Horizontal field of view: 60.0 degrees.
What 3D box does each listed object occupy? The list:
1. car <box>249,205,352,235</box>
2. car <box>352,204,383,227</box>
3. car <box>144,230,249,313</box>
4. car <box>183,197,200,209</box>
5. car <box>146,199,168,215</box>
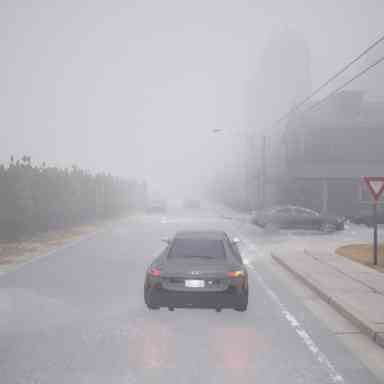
[{"bbox_3d":[5.602,1.468,18.042,4.902,1.511,2.128,0,0,4],"label":"car"},{"bbox_3d":[12.940,1.521,21.905,5.357,1.411,2.033,0,0,0],"label":"car"},{"bbox_3d":[0.197,1.564,7.796,1.994,1.385,4.181,0,0,4],"label":"car"},{"bbox_3d":[-0.142,1.478,45.184,1.882,1.535,5.008,0,0,-7],"label":"car"},{"bbox_3d":[-3.566,1.478,34.187,1.882,1.535,5.008,0,0,0],"label":"car"}]
